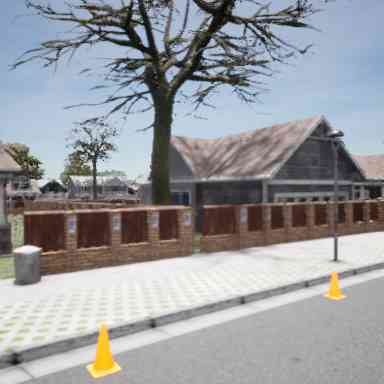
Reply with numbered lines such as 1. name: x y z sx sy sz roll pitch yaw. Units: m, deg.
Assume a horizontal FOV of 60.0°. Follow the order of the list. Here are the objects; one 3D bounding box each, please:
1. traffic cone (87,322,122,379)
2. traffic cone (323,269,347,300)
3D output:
1. traffic cone: -1.114 1.945 4.211 0.340 0.580 0.340 0 0 -35
2. traffic cone: 3.037 1.928 7.070 0.340 0.580 0.340 0 0 -34
